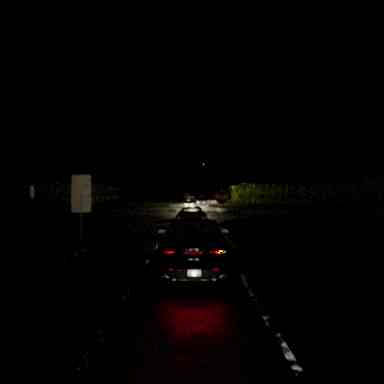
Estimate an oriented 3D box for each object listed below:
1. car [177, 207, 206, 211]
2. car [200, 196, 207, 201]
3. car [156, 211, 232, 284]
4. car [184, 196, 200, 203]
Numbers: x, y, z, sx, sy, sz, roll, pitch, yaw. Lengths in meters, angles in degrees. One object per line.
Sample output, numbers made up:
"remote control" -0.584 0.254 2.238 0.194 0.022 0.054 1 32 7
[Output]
"car" -0.019 1.567 20.116 1.994 1.385 4.181 0 0 1
"car" 2.505 1.661 82.333 1.895 1.301 4.718 0 0 13
"car" 0.046 1.506 9.602 1.837 1.490 4.892 0 0 0
"car" -0.364 1.541 67.603 2.128 1.511 4.902 0 0 9
